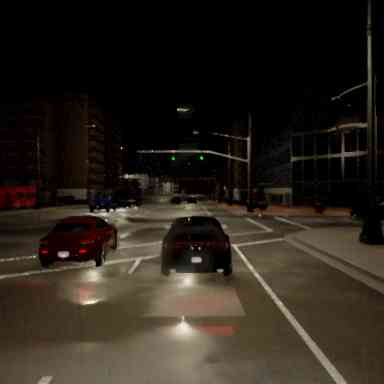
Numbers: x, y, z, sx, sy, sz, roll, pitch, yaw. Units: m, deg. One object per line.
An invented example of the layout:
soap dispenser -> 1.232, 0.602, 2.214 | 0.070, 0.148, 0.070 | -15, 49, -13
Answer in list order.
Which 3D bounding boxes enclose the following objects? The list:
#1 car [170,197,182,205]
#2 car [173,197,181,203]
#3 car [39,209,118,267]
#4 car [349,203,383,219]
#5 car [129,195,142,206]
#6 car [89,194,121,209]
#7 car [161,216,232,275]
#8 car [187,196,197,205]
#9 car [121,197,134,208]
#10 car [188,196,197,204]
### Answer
car -> -3.488, 1.879, 68.351 | 1.812, 1.442, 4.674 | 0, -1, 0
car -> -3.486, 1.897, 78.354 | 1.837, 1.490, 4.892 | 0, -1, 0
car -> -3.754, 1.557, 11.550 | 1.812, 1.442, 4.674 | 0, 0, -4
car -> 14.770, 1.495, 25.663 | 4.718, 1.301, 1.895 | 0, 0, 1
car -> -10.501, 1.519, 60.228 | 2.150, 2.045, 5.566 | 0, -1, 0
car -> -10.567, 1.315, 39.944 | 2.150, 2.045, 5.566 | 0, 0, 0
car -> 0.130, 1.492, 10.522 | 1.882, 1.535, 5.008 | 0, 0, 0
car -> 0.017, 1.826, 69.346 | 1.882, 1.535, 5.008 | 0, -1, 0
car -> -10.542, 1.783, 50.013 | 1.895, 1.301, 4.718 | 0, -1, 1
car -> 0.014, 1.819, 79.572 | 2.097, 1.767, 4.553 | 0, -1, 0
